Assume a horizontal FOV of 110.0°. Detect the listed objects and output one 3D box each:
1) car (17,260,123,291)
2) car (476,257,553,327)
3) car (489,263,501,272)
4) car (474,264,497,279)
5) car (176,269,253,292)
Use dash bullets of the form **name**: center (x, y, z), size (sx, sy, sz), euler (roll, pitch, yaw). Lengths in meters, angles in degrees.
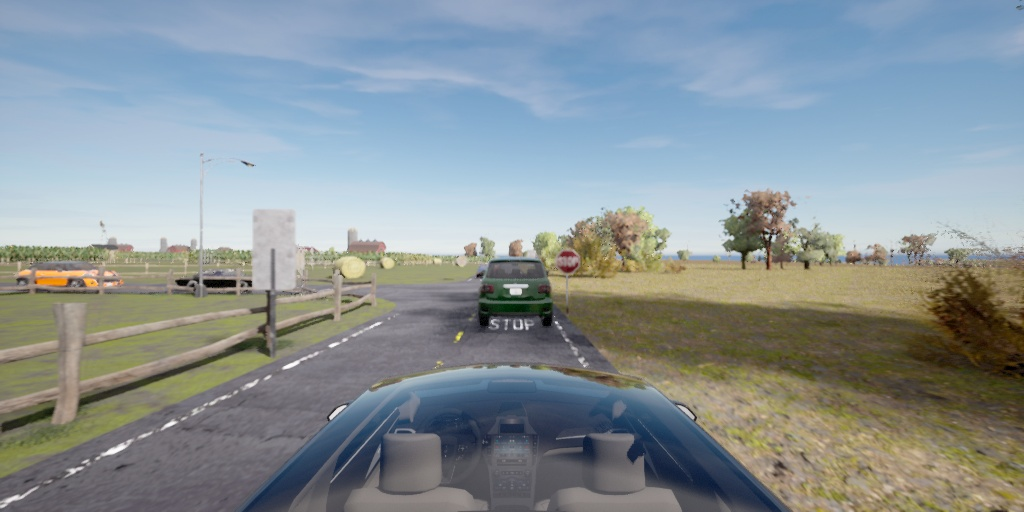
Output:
- **car**: center (-26.678, 1.138, 21.792), size (4.553, 1.767, 2.097), euler (0, 0, -1)
- **car**: center (0.103, 1.071, 12.171), size (2.150, 2.045, 5.566), euler (0, -1, 0)
- **car**: center (-2.792, 1.851, 59.770), size (1.837, 1.490, 4.892), euler (0, -1, 0)
- **car**: center (-2.827, 1.672, 39.283), size (2.033, 1.411, 5.357), euler (0, -1, 0)
- **car**: center (-17.338, 1.452, 21.879), size (4.718, 1.301, 1.895), euler (0, 0, -1)
